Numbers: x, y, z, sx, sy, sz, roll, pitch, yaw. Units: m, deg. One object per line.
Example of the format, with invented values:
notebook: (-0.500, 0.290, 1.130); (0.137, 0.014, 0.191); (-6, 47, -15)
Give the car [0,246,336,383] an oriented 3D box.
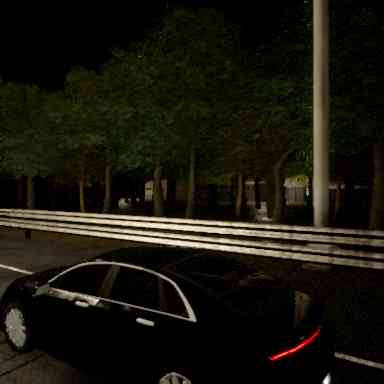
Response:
car: (-0.719, 1.505, 4.504); (4.892, 1.490, 1.837); (0, 0, 35)
